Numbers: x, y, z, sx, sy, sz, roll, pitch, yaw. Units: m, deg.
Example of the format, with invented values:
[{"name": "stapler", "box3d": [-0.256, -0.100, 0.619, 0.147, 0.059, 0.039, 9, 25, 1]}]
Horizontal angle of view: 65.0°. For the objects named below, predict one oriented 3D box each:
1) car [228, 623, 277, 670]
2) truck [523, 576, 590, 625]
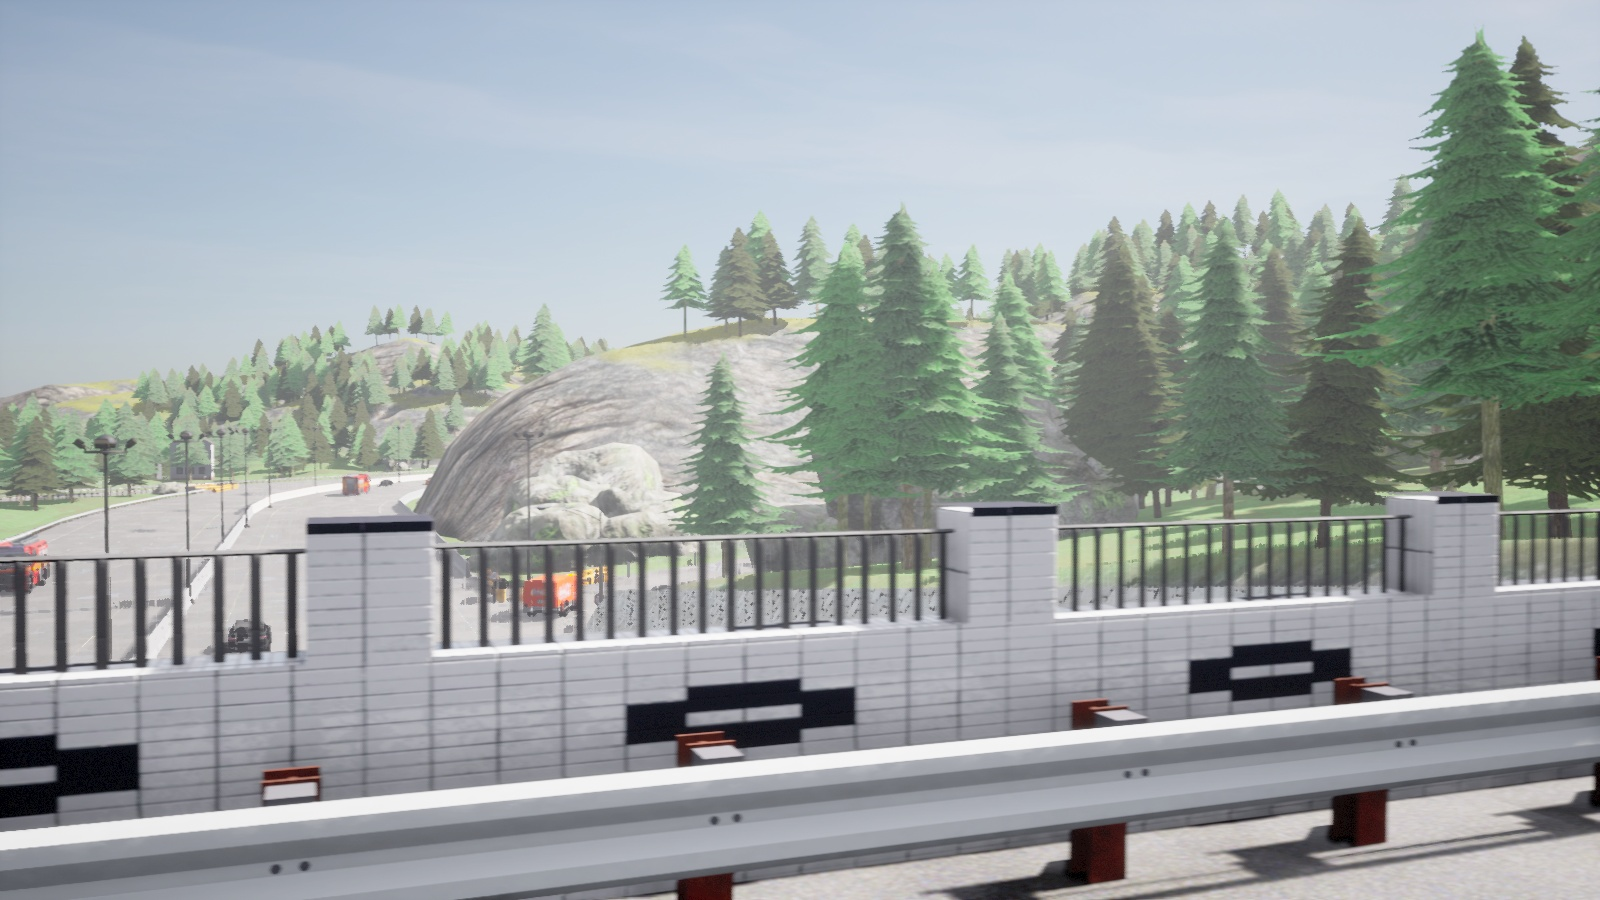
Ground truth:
[{"name": "car", "box3d": [-30.071, 10.745, 69.117, 2.242, 1.667, 4.611, -2, 1, -21]}, {"name": "truck", "box3d": [-15.820, 9.778, 82.008, 2.627, 2.467, 5.204, -1, 1, 9]}]
